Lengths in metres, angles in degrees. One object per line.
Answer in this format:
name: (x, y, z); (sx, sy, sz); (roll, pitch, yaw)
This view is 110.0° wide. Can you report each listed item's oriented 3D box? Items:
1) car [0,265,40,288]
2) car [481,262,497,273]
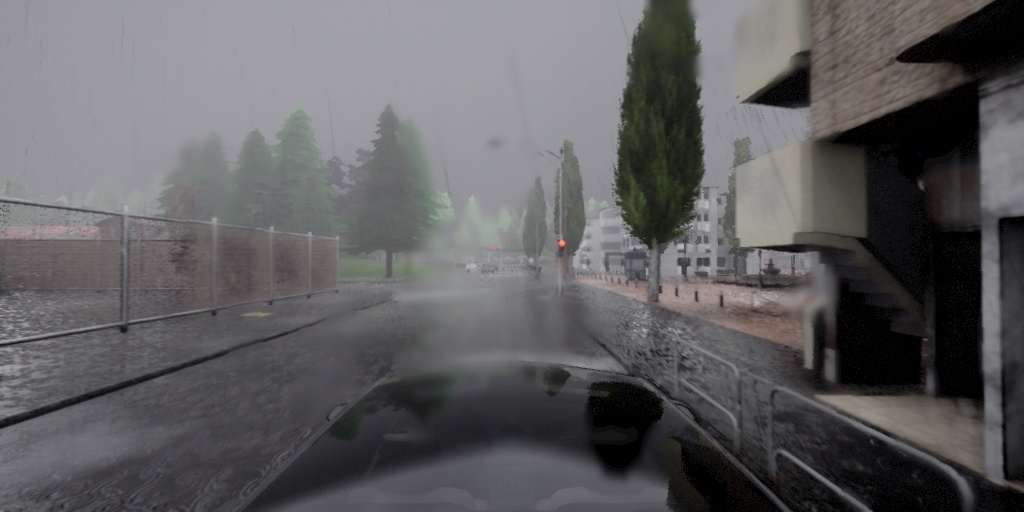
car: (-38.335, 1.430, 26.664); (4.553, 1.767, 2.097); (0, -1, 0)
car: (-4.019, 2.094, 58.644); (1.895, 1.301, 4.718); (0, -1, 1)
